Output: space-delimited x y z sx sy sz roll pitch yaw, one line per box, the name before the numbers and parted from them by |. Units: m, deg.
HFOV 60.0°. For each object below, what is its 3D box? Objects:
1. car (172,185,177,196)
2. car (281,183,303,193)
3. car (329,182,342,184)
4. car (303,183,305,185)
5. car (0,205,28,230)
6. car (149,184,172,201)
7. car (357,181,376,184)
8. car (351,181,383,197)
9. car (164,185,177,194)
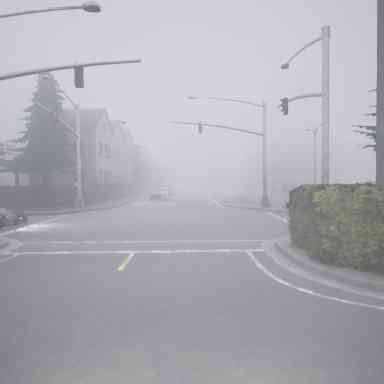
car | -3.741 -0.305 47.780 2.097 1.767 4.553 -1 2 0
car | 15.261 -0.525 52.070 2.007 1.523 4.514 -1 2 0
car | 25.299 -1.034 59.485 2.152 1.636 5.027 -1 2 0
car | 18.884 -0.872 59.131 1.970 1.475 3.806 -1 2 0
car | -10.933 1.218 17.381 4.181 1.385 1.994 -1 2 0
car | -3.721 0.163 37.762 1.882 1.535 5.008 -1 2 0
car | 19.010 -0.176 34.213 1.905 1.878 3.866 -1 2 0
car | 22.254 -0.461 42.094 1.932 1.855 4.605 -1 2 0
car | -3.729 -0.508 58.164 1.837 1.490 4.892 -1 2 0
